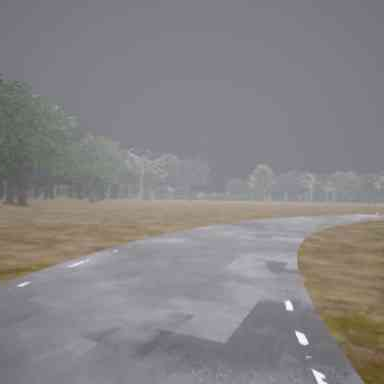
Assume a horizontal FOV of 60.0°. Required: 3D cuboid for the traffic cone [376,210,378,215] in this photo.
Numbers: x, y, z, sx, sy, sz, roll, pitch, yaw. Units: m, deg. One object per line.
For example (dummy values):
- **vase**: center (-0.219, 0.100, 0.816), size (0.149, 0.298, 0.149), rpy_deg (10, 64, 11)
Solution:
- **traffic cone**: center (23.633, 2.629, 42.398), size (0.340, 0.580, 0.340), rpy_deg (1, -1, -23)
